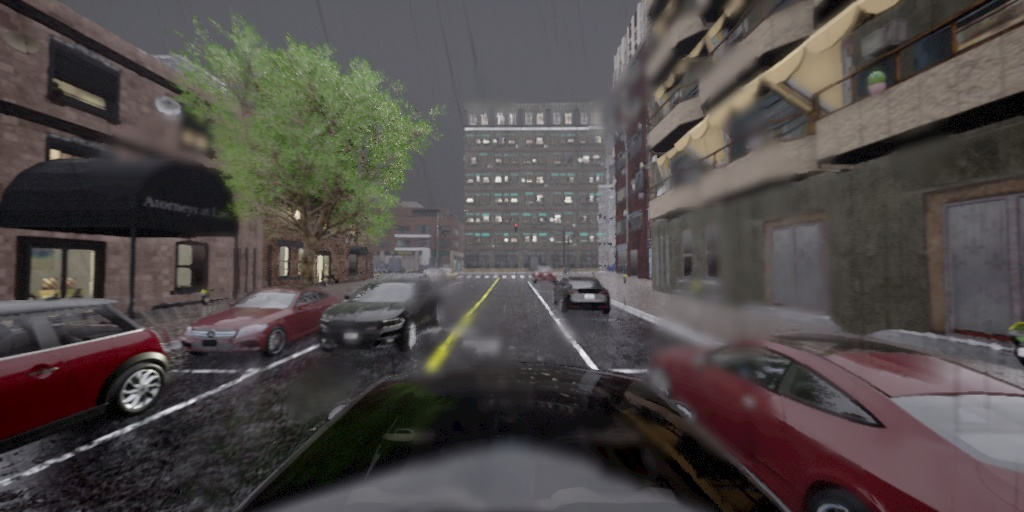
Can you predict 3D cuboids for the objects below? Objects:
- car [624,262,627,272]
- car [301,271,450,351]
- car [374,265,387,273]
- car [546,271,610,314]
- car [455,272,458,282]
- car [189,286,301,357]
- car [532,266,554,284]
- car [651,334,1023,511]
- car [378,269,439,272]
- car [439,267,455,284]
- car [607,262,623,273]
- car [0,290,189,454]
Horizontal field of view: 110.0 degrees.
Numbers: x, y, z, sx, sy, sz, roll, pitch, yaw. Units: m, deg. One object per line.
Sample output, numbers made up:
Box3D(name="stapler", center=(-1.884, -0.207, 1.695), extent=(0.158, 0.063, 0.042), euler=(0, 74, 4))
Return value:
Box3D(name="car", center=(17.663, 1.600, 47.467), extent=(4.829, 1.417, 1.751), euler=(0, 0, 1))
Box3D(name="car", center=(-3.099, 1.323, 9.461), extent=(1.882, 1.535, 5.008), euler=(0, -1, 0))
Box3D(name="car", center=(-19.271, 2.021, 50.718), extent=(4.181, 1.385, 1.994), euler=(0, -2, 1))
Box3D(name="car", center=(2.694, 1.474, 14.531), extent=(1.948, 1.339, 4.313), euler=(0, 0, 0))
Box3D(name="car", center=(-5.820, 1.645, 31.364), extent=(1.751, 1.417, 4.829), euler=(0, 0, 0))
Box3D(name="car", center=(-5.655, 1.419, 8.789), extent=(1.802, 1.307, 4.207), euler=(0, 0, 0))
Box3D(name="car", center=(2.745, 1.560, 31.587), extent=(1.967, 1.591, 4.097), euler=(0, 0, 0))
Box3D(name="car", center=(2.691, 1.350, 3.159), extent=(1.802, 1.307, 4.207), euler=(0, 0, 0))
Box3D(name="car", center=(-5.652, 1.543, 20.161), extent=(1.948, 1.339, 4.313), euler=(0, 0, 0))
Box3D(name="car", center=(-5.651, 1.599, 25.848), extent=(2.007, 1.370, 4.403), euler=(0, 0, 0))
Box3D(name="car", center=(15.870, 1.609, 50.209), extent=(5.008, 1.535, 1.882), euler=(0, -2, 1))
Box3D(name="car", center=(-5.657, 1.207, 3.103), extent=(1.967, 1.591, 4.097), euler=(0, 0, 0))
